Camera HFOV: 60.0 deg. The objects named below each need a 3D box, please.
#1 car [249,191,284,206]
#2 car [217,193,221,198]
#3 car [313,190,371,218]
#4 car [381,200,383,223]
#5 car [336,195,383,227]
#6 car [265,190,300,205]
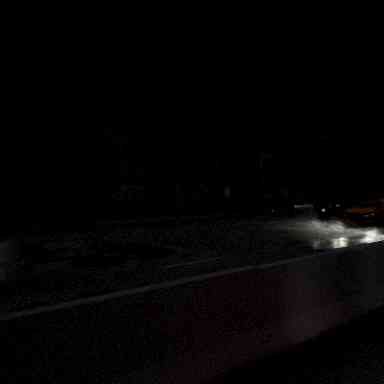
[{"bbox_3d":[9.244,1.006,43.978,1.882,1.535,5.008,-1,1,-35],"label":"car"},{"bbox_3d":[5.435,0.862,70.323,1.994,1.385,4.181,-1,1,-6],"label":"car"},{"bbox_3d":[11.466,0.893,24.878,5.566,2.045,2.150,-1,0,-35],"label":"car"},{"bbox_3d":[11.588,1.250,16.416,4.892,1.490,1.837,0,0,-35],"label":"car"},{"bbox_3d":[11.358,1.187,20.528,5.008,1.535,1.882,-1,0,-35],"label":"car"},{"bbox_3d":[12.095,0.697,45.915,2.150,2.045,5.566,-1,1,-39],"label":"car"}]
